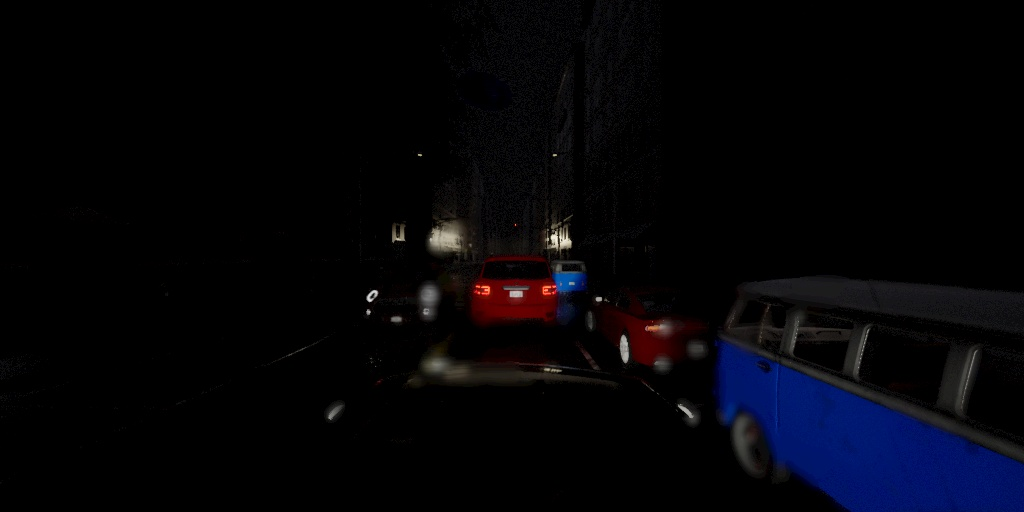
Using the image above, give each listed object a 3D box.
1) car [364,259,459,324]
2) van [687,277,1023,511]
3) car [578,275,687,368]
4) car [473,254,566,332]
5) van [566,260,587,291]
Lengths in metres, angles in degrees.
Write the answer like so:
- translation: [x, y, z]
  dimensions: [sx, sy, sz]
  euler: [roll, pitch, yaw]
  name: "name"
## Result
- translation: [-3.082, 1.100, 11.826]
  dimensions: [2.097, 1.767, 4.553]
  euler: [0, 0, 0]
  name: "car"
- translation: [2.856, 1.091, 2.072]
  dimensions: [1.690, 1.789, 3.998]
  euler: [0, 0, 0]
  name: "van"
- translation: [2.863, 1.294, 7.733]
  dimensions: [1.888, 1.381, 4.507]
  euler: [0, 0, 0]
  name: "car"
- translation: [0.113, 0.970, 10.954]
  dimensions: [2.150, 2.045, 5.566]
  euler: [0, 0, 0]
  name: "car"
- translation: [2.878, 1.086, 19.054]
  dimensions: [1.690, 1.789, 3.998]
  euler: [0, 0, 0]
  name: "van"
